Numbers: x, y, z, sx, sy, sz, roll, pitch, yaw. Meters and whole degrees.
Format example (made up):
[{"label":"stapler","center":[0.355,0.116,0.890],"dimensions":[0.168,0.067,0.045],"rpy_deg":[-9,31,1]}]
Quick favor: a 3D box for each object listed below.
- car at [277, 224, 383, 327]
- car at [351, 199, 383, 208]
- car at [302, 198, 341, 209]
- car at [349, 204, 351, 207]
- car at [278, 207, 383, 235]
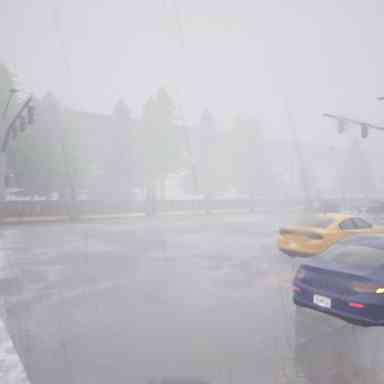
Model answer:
[{"label":"car","center":[3.910,1.541,6.535],"dimensions":[4.674,1.442,1.812],"rpy_deg":[0,0,-35]},{"label":"car","center":[19.217,1.572,34.909],"dimensions":[4.902,1.511,2.128],"rpy_deg":[0,0,-37]},{"label":"car","center":[13.756,1.423,35.291],"dimensions":[4.553,1.767,2.097],"rpy_deg":[0,0,-35]},{"label":"car","center":[20.936,1.616,40.395],"dimensions":[4.674,1.442,1.812],"rpy_deg":[0,0,-35]},{"label":"car","center":[5.159,1.502,11.723],"dimensions":[5.008,1.535,1.882],"rpy_deg":[0,0,-35]}]
